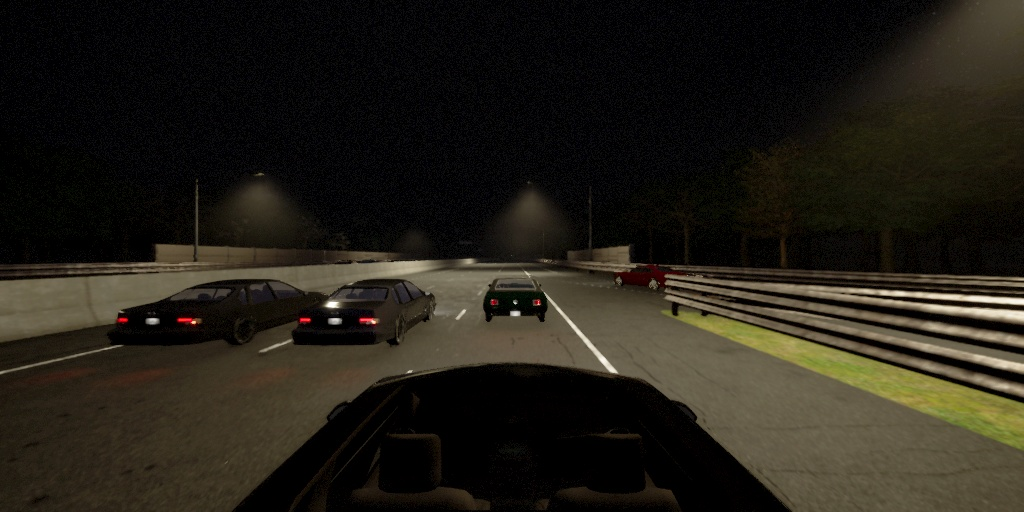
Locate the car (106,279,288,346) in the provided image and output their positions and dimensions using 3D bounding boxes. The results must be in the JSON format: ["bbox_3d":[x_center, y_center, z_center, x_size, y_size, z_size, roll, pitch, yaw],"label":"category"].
[{"bbox_3d":[-6.898,1.304,9.391,2.033,1.411,5.357,0,0,0],"label":"car"}]

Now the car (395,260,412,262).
[{"bbox_3d":[-17.527,1.364,60.758,2.128,1.511,4.902,0,0,1],"label":"car"}]

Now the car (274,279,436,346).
[{"bbox_3d":[-3.399,1.304,9.395,2.033,1.411,5.357,0,0,0],"label":"car"}]

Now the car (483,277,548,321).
[{"bbox_3d":[0.103,1.360,12.473,1.895,1.301,4.718,0,0,0],"label":"car"}]

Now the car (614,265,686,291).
[{"bbox_3d":[8.556,1.304,22.626,1.882,1.535,5.008,0,0,-23],"label":"car"}]
